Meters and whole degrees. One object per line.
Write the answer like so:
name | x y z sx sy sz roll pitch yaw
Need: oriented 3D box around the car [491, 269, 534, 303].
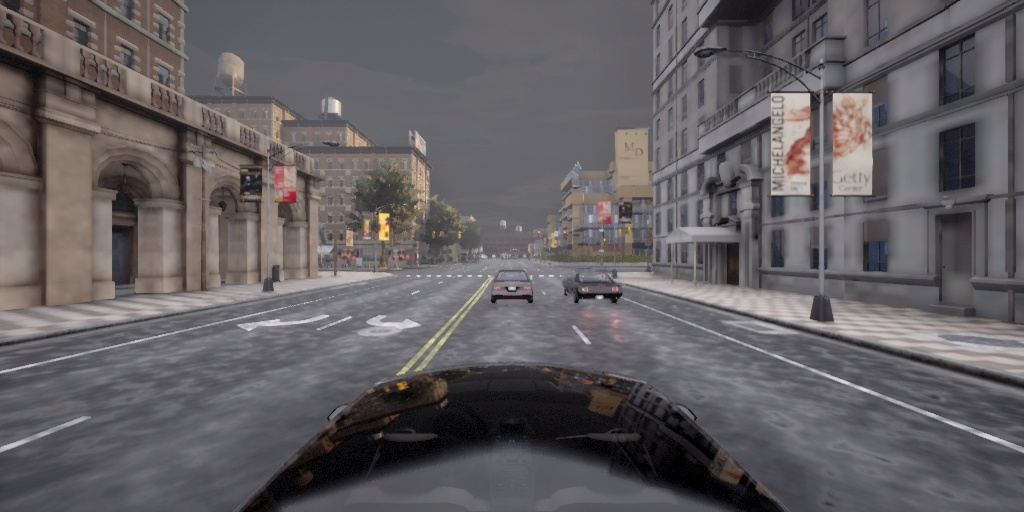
car | -0.001 1.312 16.503 2.033 1.411 5.357 0 0 0

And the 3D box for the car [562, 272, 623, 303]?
car | 3.499 1.365 16.540 1.895 1.301 4.718 0 0 0
